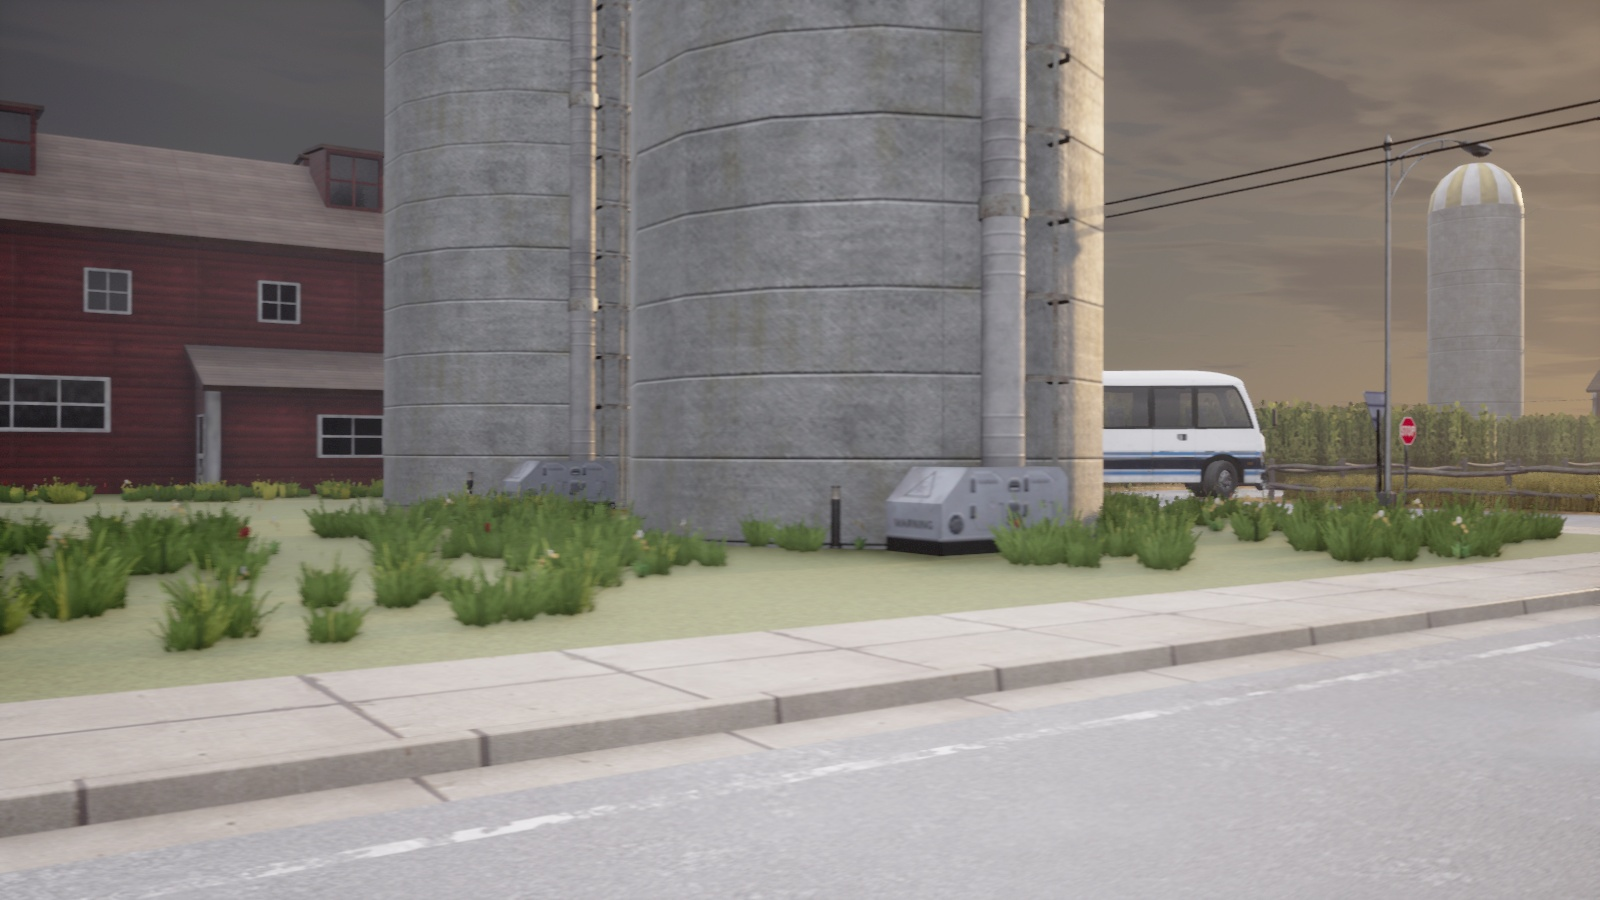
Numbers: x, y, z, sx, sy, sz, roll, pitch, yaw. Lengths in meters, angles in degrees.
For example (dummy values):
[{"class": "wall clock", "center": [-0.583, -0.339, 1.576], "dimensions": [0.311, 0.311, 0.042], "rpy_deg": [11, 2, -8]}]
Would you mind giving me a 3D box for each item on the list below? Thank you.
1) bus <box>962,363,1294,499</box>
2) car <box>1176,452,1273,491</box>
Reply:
[{"class": "bus", "center": [10.678, -0.558, 42.112], "dimensions": [10.273, 4.253, 3.944], "rpy_deg": [0, -1, 6]}, {"class": "car", "center": [16.992, 0.846, 50.213], "dimensions": [3.633, 1.501, 1.845], "rpy_deg": [0, 0, -34]}]
